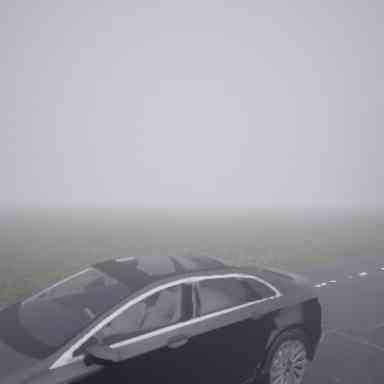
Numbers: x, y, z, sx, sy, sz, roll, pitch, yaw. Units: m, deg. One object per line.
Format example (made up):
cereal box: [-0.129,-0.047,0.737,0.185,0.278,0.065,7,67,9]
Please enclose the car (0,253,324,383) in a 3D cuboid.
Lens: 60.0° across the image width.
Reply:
car: [-0.596,1.508,3.566,4.902,1.511,2.128,1,0,-36]
